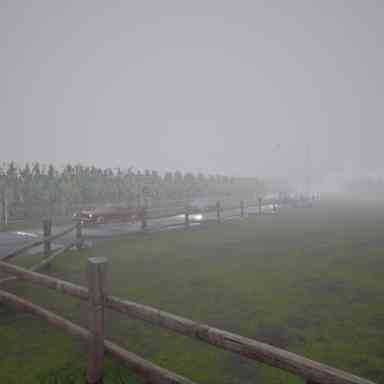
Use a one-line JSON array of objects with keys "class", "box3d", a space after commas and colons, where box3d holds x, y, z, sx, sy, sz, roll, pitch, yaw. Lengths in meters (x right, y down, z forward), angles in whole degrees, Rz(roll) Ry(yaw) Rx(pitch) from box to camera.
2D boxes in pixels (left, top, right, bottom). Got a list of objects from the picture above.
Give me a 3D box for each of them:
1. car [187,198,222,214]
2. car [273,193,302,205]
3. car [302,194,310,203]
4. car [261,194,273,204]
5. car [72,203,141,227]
[{"class": "car", "box3d": [1.123, 1.267, 31.106, 1.994, 1.385, 4.181, 1, 1, 32]}, {"class": "car", "box3d": [13.044, 0.879, 45.118, 2.097, 1.767, 4.553, 0, 1, 30]}, {"class": "car", "box3d": [17.843, 1.017, 53.679, 1.895, 1.301, 4.718, 0, 1, 29]}, {"class": "car", "box3d": [11.505, 1.012, 48.094, 1.812, 1.442, 4.674, 1, 1, 30]}, {"class": "car", "box3d": [-5.262, 1.426, 21.365, 1.895, 1.301, 4.718, 1, 1, 34]}]
